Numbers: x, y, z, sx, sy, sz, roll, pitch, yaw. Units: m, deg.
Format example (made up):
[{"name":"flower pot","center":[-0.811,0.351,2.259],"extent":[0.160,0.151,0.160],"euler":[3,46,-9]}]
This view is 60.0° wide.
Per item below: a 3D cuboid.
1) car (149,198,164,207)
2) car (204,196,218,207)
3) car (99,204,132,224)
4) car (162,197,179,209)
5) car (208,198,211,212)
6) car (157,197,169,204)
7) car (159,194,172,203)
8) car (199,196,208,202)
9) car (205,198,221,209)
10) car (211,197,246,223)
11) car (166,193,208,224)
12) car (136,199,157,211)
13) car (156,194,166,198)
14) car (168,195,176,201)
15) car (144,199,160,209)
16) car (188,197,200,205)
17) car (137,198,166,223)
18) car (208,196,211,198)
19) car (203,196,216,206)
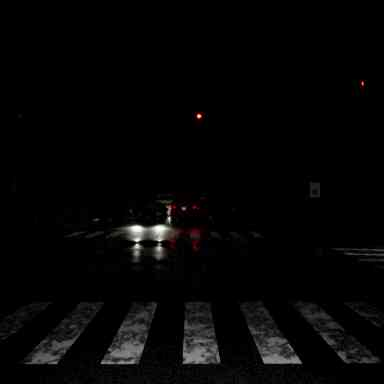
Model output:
[{"name":"car","center":[-5.561,1.623,52.501],"extent":[1.802,1.307,4.206],"euler":[0,0,0]},{"name":"car","center":[2.964,1.481,52.475],"extent":[1.967,1.590,4.097],"euler":[0,0,0]},{"name":"car","center":[-5.668,1.576,25.217],"extent":[1.947,1.339,4.313],"euler":[0,0,0]},{"name":"car","center":[-2.913,1.525,46.131],"extent":[2.128,1.511,4.902],"euler":[0,0,0]},{"name":"car","center":[2.900,1.588,36.105],"extent":[1.947,1.339,4.313],"euler":[0,0,0]},{"name":"car","center":[-5.519,1.635,63.416],"extent":[1.802,1.307,4.206],"euler":[0,0,0]},{"name":"car","center":[-5.497,1.375,68.873],"extent":[2.192,1.841,5.009],"euler":[0,0,0]},{"name":"car","center":[2.647,1.573,75.849],"extent":[1.837,1.490,4.892],"euler":[0,0,0]},{"name":"car","center":[2.942,1.585,47.018],"extent":[2.008,1.369,4.403],"euler":[0,0,0]},{"name":"car","center":[2.857,1.326,25.193],"extent":[2.192,1.841,5.009],"euler":[0,0,0]},{"name":"car","center":[-0.262,1.232,25.207],"extent":[2.150,2.045,5.566],"euler":[0,0,6]},{"name":"car","center":[-5.604,1.579,41.587],"extent":[2.008,1.369,4.403],"euler":[0,0,0]},{"name":"car","center":[-2.963,1.243,35.687],"extent":[2.150,2.045,5.566],"euler":[0,0,0]},{"name":"car","center":[-5.412,1.534,90.701],"extent":[1.967,1.590,4.097],"euler":[0,0,0]},{"name":"car","center":[-5.583,1.616,47.044],"extent":[1.802,1.307,4.206],"euler":[0,0,0]},{"name":"car","center":[0.325,1.613,59.530],"extent":[1.994,1.385,4.181],"euler":[0,0,1]},{"name":"car","center":[-3.004,1.489,25.620],"extent":[1.882,1.535,5.008],"euler":[0,0,0]},{"name":"car","center":[2.921,1.579,41.561],"extent":[2.008,1.369,4.403],"euler":[0,0,0]},{"name":"car","center":[2.985,1.487,57.931],"extent":[1.967,1.590,4.097],"euler":[0,0,0]}]
